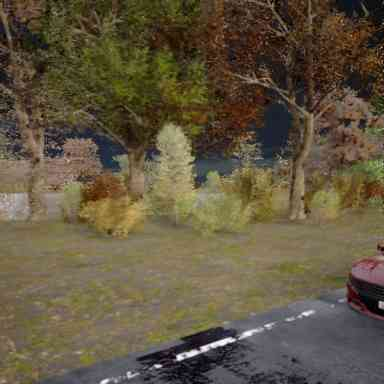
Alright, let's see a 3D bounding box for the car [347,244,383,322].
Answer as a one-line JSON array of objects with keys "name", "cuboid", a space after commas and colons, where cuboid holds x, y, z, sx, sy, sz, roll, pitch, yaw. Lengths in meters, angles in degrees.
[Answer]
[{"name": "car", "cuboid": [5.022, 1.483, 6.530, 5.008, 1.535, 1.882, 0, 0, -35]}]
